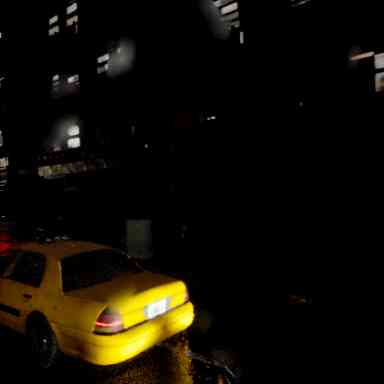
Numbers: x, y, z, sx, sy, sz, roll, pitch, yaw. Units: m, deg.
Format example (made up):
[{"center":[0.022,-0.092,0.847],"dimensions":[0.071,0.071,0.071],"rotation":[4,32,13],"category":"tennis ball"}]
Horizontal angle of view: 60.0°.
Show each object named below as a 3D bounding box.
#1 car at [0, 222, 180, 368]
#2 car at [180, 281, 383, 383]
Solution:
[{"center":[-2.529,1.481,5.773],"dimensions":[5.366,1.575,1.801],"rotation":[0,0,36],"category":"car"},{"center":[2.503,1.487,2.162],"dimensions":[5.008,1.535,1.882],"rotation":[0,0,36],"category":"car"}]
